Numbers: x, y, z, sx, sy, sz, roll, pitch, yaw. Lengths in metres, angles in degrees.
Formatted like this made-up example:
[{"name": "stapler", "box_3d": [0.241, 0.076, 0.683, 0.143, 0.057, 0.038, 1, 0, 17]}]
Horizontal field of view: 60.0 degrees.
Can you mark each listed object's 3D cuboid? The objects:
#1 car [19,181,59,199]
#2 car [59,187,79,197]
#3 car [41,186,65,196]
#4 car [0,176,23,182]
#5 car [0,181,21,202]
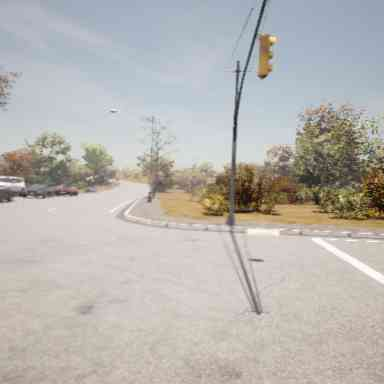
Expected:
[{"name": "car", "box_3d": [-15.136, -0.081, 33.012, 1.994, 1.385, 4.181, 2, 0, -6]}, {"name": "car", "box_3d": [-16.272, -0.022, 43.659, 1.895, 1.301, 4.718, 2, 0, -6]}, {"name": "car", "box_3d": [-20.345, -0.129, 48.809, 1.895, 1.301, 4.718, 2, 0, -6]}, {"name": "car", "box_3d": [-18.696, -0.554, 33.444, 2.150, 2.045, 5.566, 2, 0, -6]}, {"name": "car", "box_3d": [-14.061, 0.105, 23.147, 1.895, 1.301, 4.718, 2, 1, -6]}]
